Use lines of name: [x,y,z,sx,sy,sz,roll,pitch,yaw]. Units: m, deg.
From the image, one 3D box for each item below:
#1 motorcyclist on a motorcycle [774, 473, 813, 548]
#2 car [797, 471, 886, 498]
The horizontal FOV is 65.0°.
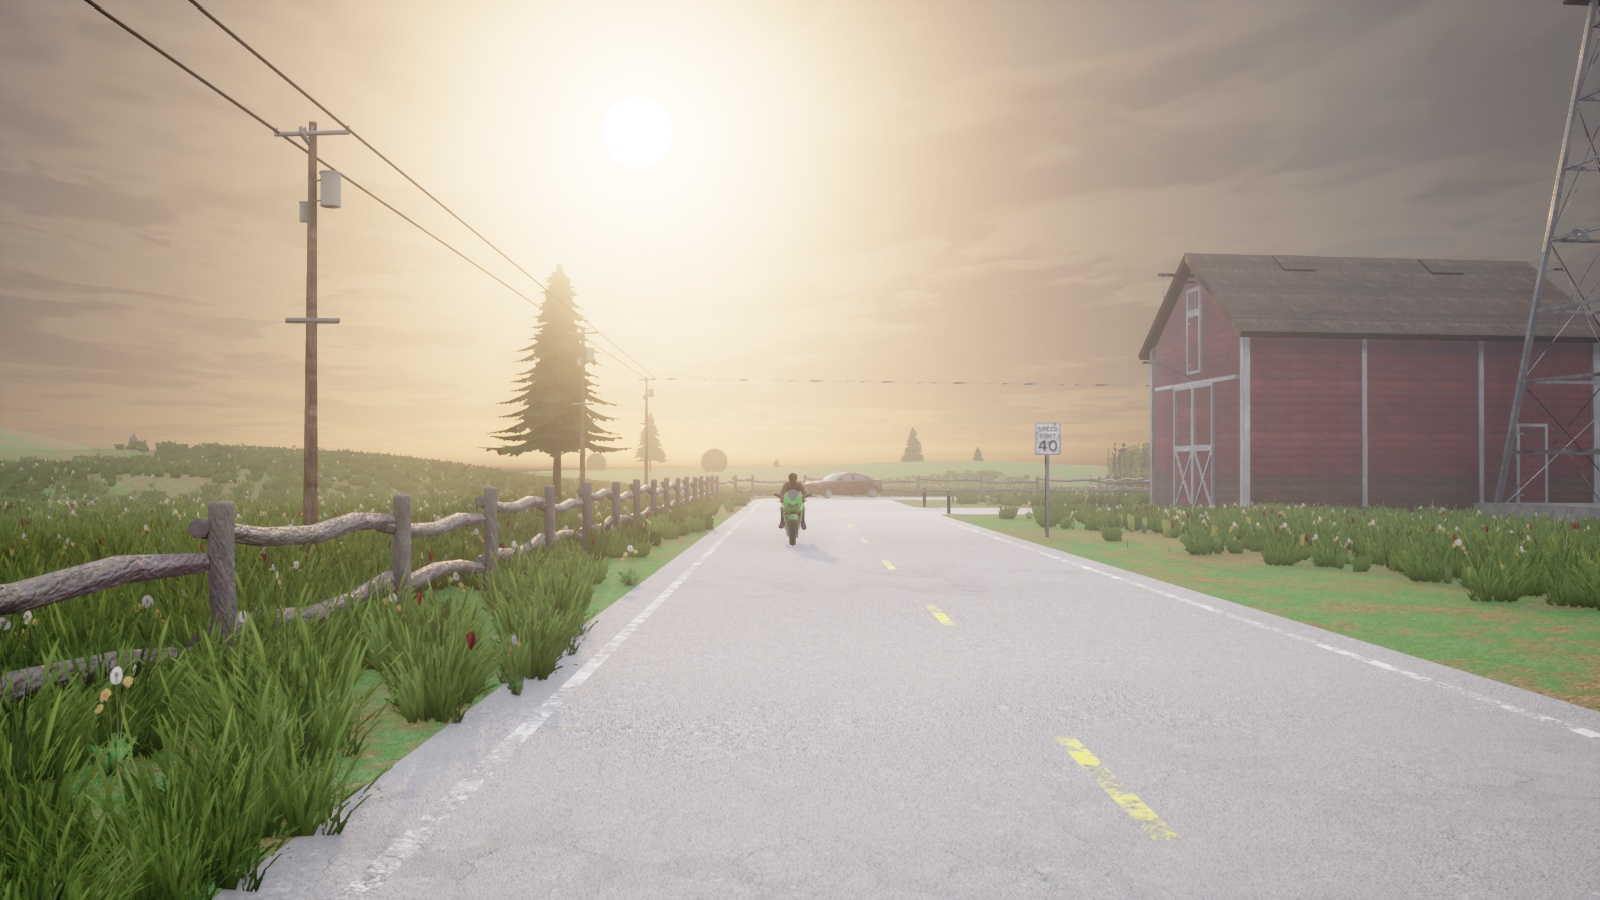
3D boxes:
motorcyclist on a motorcycle: [-0.140,1.243,26.604,0.797,1.523,2.044,0,-1,0]
car: [2.444,2.009,73.213,5.008,1.535,1.882,0,-2,-32]
